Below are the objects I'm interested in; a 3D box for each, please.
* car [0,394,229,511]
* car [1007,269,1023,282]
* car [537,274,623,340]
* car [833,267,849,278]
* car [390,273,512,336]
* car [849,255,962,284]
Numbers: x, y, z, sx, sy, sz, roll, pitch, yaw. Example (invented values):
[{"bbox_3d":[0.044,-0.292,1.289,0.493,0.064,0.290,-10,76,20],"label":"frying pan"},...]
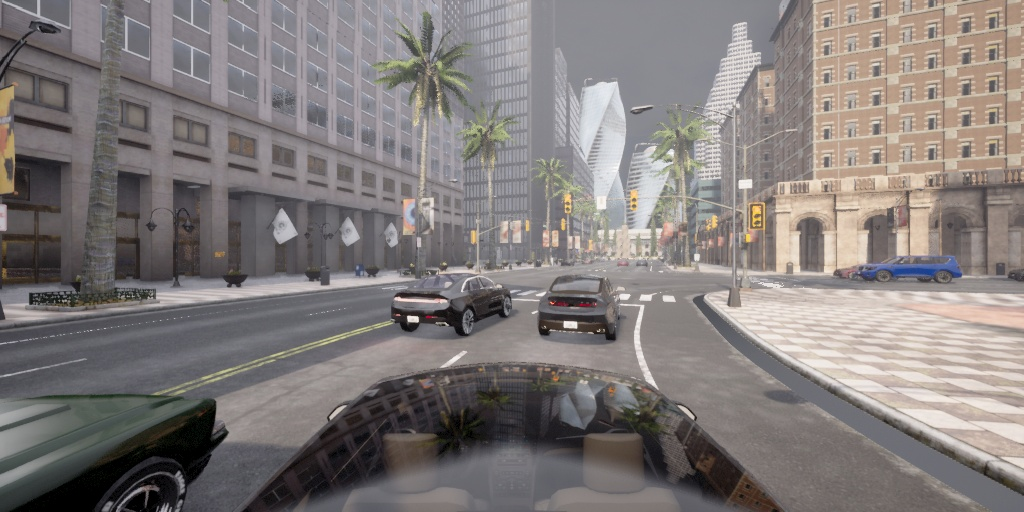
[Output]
[{"bbox_3d":[-3.312,1.351,0.814,1.895,1.301,4.718,0,0,1],"label":"car"},{"bbox_3d":[40.769,1.255,26.684,4.892,1.490,1.837,0,0,21],"label":"car"},{"bbox_3d":[2.042,1.255,10.123,1.837,1.490,4.892,0,0,18],"label":"car"},{"bbox_3d":[30.394,1.314,30.759,4.181,1.385,1.994,0,0,21],"label":"car"},{"bbox_3d":[-1.482,1.242,10.541,2.128,1.511,4.902,0,0,19],"label":"car"},{"bbox_3d":[29.878,0.971,27.201,5.566,2.045,2.150,0,0,21],"label":"car"}]
